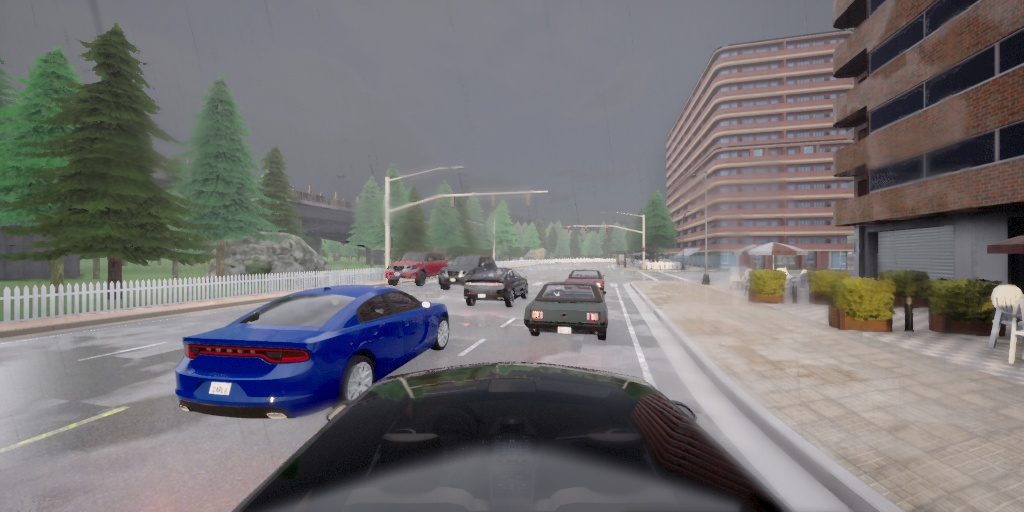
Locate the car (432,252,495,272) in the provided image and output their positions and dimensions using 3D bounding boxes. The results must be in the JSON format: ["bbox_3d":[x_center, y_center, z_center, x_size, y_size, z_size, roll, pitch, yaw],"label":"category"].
[{"bbox_3d":[-2.547,0.956,22.297,2.150,2.045,5.566,0,0,15],"label":"car"}]

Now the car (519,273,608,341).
[{"bbox_3d":[1.685,1.351,10.070,1.895,1.301,4.718,0,0,14],"label":"car"}]

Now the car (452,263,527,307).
[{"bbox_3d":[-0.534,1.242,15.437,2.128,1.511,4.902,0,0,14],"label":"car"}]

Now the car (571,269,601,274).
[{"bbox_3d":[3.928,1.351,18.949,1.895,1.301,4.718,0,0,14],"label":"car"}]

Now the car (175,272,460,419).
[{"bbox_3d":[-2.630,1.228,6.177,1.882,1.535,5.008,0,0,10],"label":"car"}]

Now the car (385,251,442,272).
[{"bbox_3d":[-5.899,0.693,23.307,2.150,2.045,5.566,0,0,15],"label":"car"}]
